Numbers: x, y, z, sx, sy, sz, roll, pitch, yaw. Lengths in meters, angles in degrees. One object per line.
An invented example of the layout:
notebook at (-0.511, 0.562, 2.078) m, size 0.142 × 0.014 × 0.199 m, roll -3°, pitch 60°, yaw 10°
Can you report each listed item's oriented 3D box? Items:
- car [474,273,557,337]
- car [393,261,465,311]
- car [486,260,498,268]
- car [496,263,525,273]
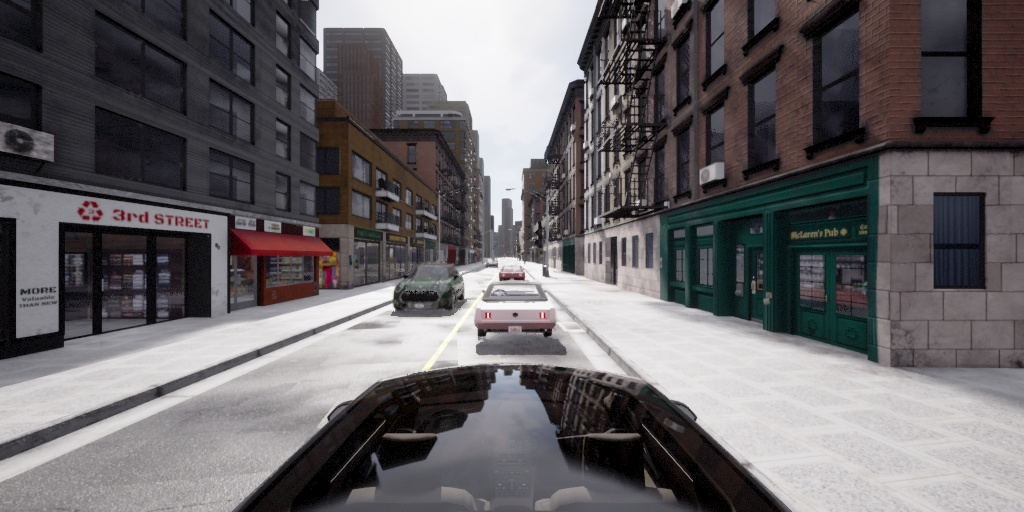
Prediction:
car at (0.064, 1.351, 10.230) m, size 1.895 × 1.301 × 4.718 m, roll 0°, pitch 0°, yaw 0°
car at (-3.155, 1.101, 14.405) m, size 2.097 × 1.767 × 4.553 m, roll 0°, pitch 0°, yaw 0°
car at (-3.242, 1.318, 59.203) m, size 1.994 × 1.385 × 4.181 m, roll 0°, pitch 0°, yaw 0°
car at (-0.006, 1.347, 27.047) m, size 1.895 × 1.301 × 4.718 m, roll 0°, pitch 0°, yaw 0°
